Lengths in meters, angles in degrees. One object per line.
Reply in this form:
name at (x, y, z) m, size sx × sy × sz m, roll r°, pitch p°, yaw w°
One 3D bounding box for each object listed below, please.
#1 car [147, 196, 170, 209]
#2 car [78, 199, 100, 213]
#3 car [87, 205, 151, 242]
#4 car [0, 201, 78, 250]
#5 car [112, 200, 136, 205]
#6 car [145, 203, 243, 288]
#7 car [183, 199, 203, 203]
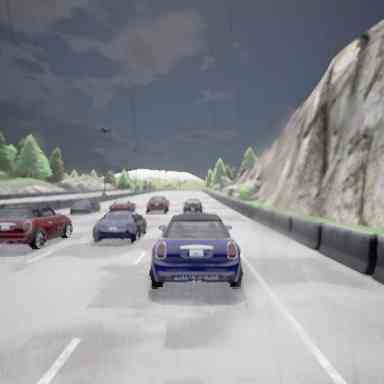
car at (-3.408, 1.174, 34.411) m, size 2.097 × 1.767 × 4.553 m, roll 0°, pitch 1°, yaw 0°
car at (-10.408, 1.404, 32.817) m, size 1.994 × 1.385 × 4.181 m, roll 0°, pitch 1°, yaw 0°
car at (-3.403, 1.533, 16.320) m, size 1.994 × 1.385 × 4.181 m, roll 0°, pitch 0°, yaw 0°
car at (-6.903, 1.330, 14.434) m, size 2.097 × 1.767 × 4.553 m, roll 0°, pitch 0°, yaw 0°
car at (-6.908, 1.431, 33.731) m, size 1.895 × 1.301 × 4.718 m, roll 0°, pitch 1°, yaw 0°
car at (0.099, 1.346, 9.381) m, size 2.097 × 1.767 × 4.553 m, roll 0°, pitch 0°, yaw 0°
car at (0.092, 1.367, 32.586) m, size 1.812 × 1.442 × 4.674 m, roll 0°, pitch 1°, yaw 0°
